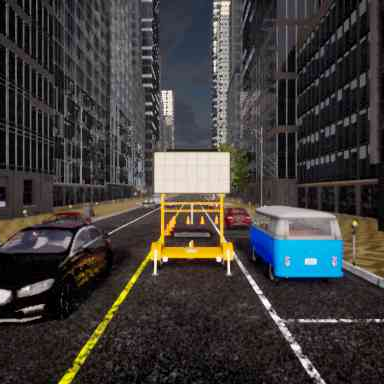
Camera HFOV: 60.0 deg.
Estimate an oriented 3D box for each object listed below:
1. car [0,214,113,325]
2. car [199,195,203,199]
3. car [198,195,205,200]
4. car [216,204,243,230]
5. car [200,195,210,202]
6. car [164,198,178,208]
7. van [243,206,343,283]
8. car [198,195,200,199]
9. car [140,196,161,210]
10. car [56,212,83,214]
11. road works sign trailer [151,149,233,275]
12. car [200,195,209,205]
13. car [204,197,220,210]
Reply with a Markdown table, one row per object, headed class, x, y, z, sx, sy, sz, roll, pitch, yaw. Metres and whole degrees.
| class | x | y | z | sx | sy | sz | roll | pitch | yaw |
| --- | --- | --- | --- | --- | --- | --- | --- | --- | --- |
| car | -3.098 | 1.491 | 7.394 | 2.128 | 1.511 | 4.902 | 0 | 0 | 0 |
| car | 2.706 | 1.536 | 54.924 | 2.008 | 1.369 | 4.403 | 0 | 0 | 0 |
| car | 2.719 | 1.459 | 94.772 | 1.887 | 1.381 | 4.507 | 0 | 0 | 0 |
| car | 2.696 | 1.581 | 20.769 | 1.802 | 1.307 | 4.206 | 0 | 0 | 0 |
| car | 2.711 | 1.398 | 72.001 | 1.967 | 1.590 | 4.097 | 0 | 0 | 0 |
| car | -3.084 | 1.539 | 49.096 | 2.033 | 1.411 | 5.357 | 0 | 0 | 0 |
| van | 2.693 | 1.340 | 9.385 | 1.690 | 1.788 | 3.998 | 0 | 0 | 0 |
| car | 2.710 | 1.407 | 66.309 | 1.967 | 1.590 | 4.097 | 0 | 0 | 0 |
| car | -5.678 | 1.546 | 43.545 | 2.008 | 1.369 | 4.403 | 0 | 0 | 0 |
| car | -5.686 | 1.581 | 15.082 | 1.802 | 1.307 | 4.206 | 0 | 0 | 0 |
| road works sign trailer | 0.003 | 0.464 | 10.405 | 2.380 | 3.560 | 2.880 | 0 | 0 | 0 |
| car | 2.705 | 1.542 | 49.232 | 2.008 | 1.369 | 4.403 | 0 | 0 | 0 |
| car | 2.701 | 1.579 | 37.847 | 1.802 | 1.307 | 4.206 | 0 | 0 | 0 |
